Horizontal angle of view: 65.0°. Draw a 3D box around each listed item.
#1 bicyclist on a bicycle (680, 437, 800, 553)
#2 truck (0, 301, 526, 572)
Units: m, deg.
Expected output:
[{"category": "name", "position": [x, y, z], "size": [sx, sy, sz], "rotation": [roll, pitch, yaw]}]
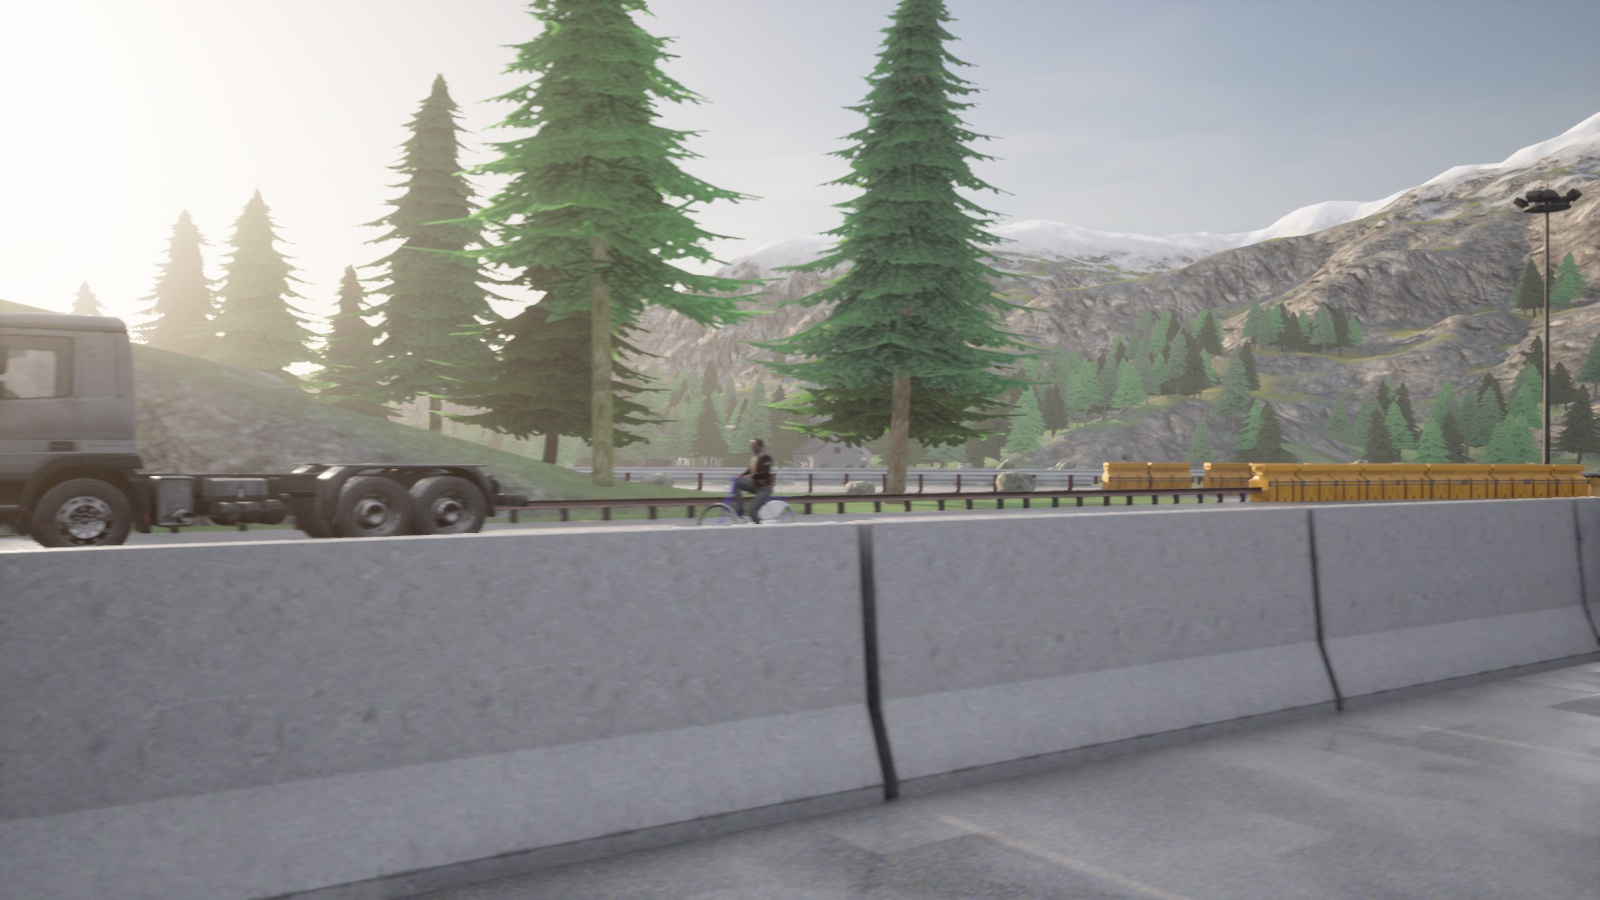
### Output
[{"category": "bicyclist on a bicycle", "position": [-0.950, 0.695, 20.055], "size": [1.843, 1.776, 0.659], "rotation": [0, 0, -35]}, {"category": "truck", "position": [-8.481, -0.162, 19.081], "size": [7.936, 3.462, 2.891], "rotation": [0, 0, -35]}]
